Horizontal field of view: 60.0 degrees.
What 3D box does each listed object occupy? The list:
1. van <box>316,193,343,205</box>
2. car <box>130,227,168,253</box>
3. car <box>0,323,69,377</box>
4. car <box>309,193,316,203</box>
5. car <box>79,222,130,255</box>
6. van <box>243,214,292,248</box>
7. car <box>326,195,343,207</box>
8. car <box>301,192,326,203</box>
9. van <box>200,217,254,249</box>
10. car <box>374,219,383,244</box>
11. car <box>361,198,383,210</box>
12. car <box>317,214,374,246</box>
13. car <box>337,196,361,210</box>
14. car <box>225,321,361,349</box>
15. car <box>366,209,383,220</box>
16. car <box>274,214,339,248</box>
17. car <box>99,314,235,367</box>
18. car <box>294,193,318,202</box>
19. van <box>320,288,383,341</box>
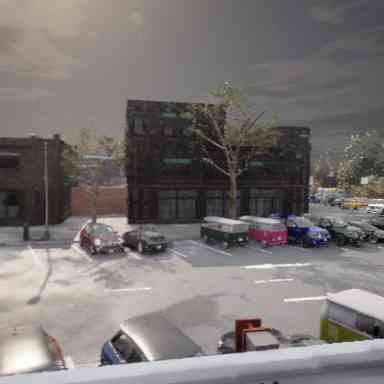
[{"bbox_3d":[24.385,1.303,57.977,4.442,1.987,1.878,-2,4,-30],"label":"van"},{"bbox_3d":[-3.443,3.245,23.896,2.231,1.521,4.892,-1,3,-32],"label":"car"},{"bbox_3d":[-3.408,4.138,6.637,2.185,1.767,4.553,-1,5,-32],"label":"car"},{"bbox_3d":[23.950,1.344,61.002,5.008,1.535,2.097,-2,4,-30],"label":"car"},{"bbox_3d":[-6.359,3.121,23.305,2.185,1.767,4.553,-1,3,-32],"label":"car"},{"bbox_3d":[5.173,2.998,25.812,1.878,1.987,4.442,-2,3,-32],"label":"van"},{"bbox_3d":[25.021,1.743,55.109,4.674,1.452,2.002,-2,4,-30],"label":"car"},{"bbox_3d":[23.370,1.040,63.936,4.553,1.767,2.185,-2,4,-30],"label":"car"},{"bbox_3d":[2.278,3.003,25.203,1.878,1.987,4.442,-1,3,-32],"label":"van"},{"bbox_3d":[13.948,3.242,27.546,2.163,1.488,4.792,-1,3,-32],"label":"car"},{"bbox_3d":[26.653,1.993,46.222,5.566,2.045,2.435,-2,4,-30],"label":"car"},{"bbox_3d":[11.049,2.968,26.914,2.435,2.045,5.566,-1,3,-32],"label":"car"},{"bbox_3d":[25.734,1.874,52.252,5.366,1.575,1.946,-2,4,-30],"label":"car"},{"bbox_3d":[2.518,4.258,7.858,2.231,1.521,4.892,-2,5,-32],"label":"car"},{"bbox_3d":[16.798,2.955,28.172,2.435,2.045,5.566,-2,3,-32],"label":"car"},{"bbox_3d":[8.153,2.973,26.305,2.435,2.045,5.566,-1,3,-32],"label":"car"},{"bbox_3d":[-0.445,4.133,7.270,2.185,1.767,4.553,-1,5,-32],"label":"car"},{"bbox_3d":[22.861,1.026,66.906,4.674,1.452,2.002,-2,4,-30],"label":"car"},{"bbox_3d":[5.543,4.034,8.376,1.878,1.987,4.442,-2,5,-32],"label":"van"}]
